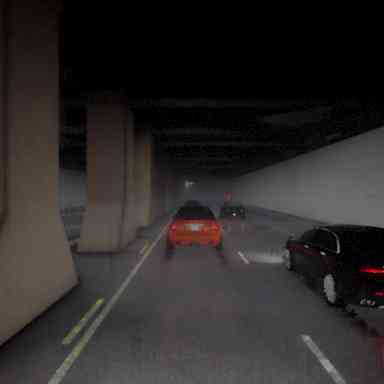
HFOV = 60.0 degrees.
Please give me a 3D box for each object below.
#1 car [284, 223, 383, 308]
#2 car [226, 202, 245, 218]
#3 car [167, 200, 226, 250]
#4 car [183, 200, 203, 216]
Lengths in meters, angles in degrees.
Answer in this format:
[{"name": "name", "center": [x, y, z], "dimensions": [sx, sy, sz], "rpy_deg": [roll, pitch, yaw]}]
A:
[{"name": "car", "center": [3.601, 1.507, 7.888], "dimensions": [1.837, 1.490, 4.892], "rpy_deg": [0, 0, 0]}, {"name": "car", "center": [3.603, 1.607, 30.457], "dimensions": [1.895, 1.301, 4.718], "rpy_deg": [0, 0, 0]}, {"name": "car", "center": [0.101, 1.355, 14.375], "dimensions": [2.097, 1.767, 4.553], "rpy_deg": [0, 0, 0]}, {"name": "car", "center": [0.090, 1.532, 33.040], "dimensions": [1.812, 1.442, 4.674], "rpy_deg": [0, 0, 0]}]
